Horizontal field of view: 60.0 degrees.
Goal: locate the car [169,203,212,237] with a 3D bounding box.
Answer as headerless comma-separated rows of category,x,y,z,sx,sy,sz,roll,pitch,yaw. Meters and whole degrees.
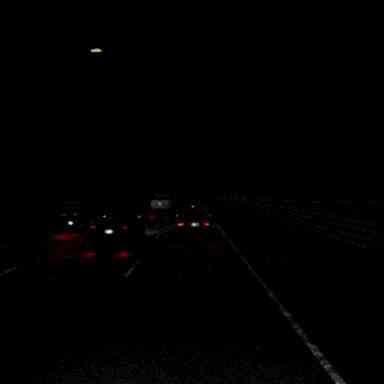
car,0.090,1.571,18.009,2.033,1.411,5.357,0,0,0

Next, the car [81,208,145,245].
car,-3.397,1.566,15.615,1.994,1.385,4.181,1,1,0

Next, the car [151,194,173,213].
car,-3.407,1.287,38.135,2.150,2.045,5.566,0,0,0

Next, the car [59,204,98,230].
car,-6.909,1.526,21.334,1.837,1.490,4.892,0,0,0

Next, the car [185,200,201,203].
car,0.080,1.634,39.600,1.994,1.385,4.181,0,0,0
